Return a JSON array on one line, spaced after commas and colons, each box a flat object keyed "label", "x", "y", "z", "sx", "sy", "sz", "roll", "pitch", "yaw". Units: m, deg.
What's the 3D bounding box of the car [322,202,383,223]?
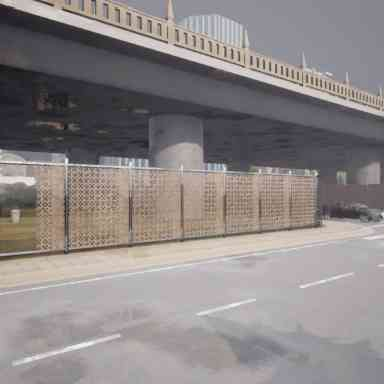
[{"label": "car", "x": 12.131, "y": 1.491, "z": 25.406, "sx": 2.128, "sy": 1.511, "sz": 4.902, "roll": 0, "pitch": 0, "yaw": -36}]
